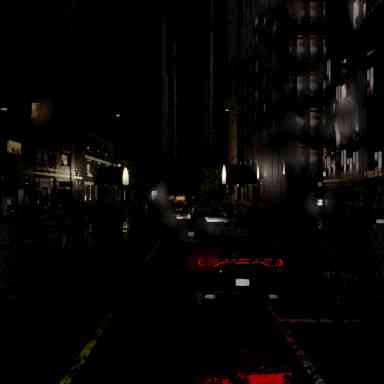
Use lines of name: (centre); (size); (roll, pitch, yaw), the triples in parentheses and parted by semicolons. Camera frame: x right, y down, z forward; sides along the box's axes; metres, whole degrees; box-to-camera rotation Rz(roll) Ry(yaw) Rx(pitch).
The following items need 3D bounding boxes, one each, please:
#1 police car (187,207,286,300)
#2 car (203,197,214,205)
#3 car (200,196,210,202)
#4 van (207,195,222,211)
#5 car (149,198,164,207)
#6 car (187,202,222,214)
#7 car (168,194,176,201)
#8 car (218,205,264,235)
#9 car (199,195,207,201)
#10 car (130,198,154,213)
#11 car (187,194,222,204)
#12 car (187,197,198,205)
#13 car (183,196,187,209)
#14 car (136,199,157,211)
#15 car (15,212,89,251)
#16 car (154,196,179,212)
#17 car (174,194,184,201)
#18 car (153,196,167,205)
police car: (0.916, 1.425, 8.577); (1.930, 1.638, 5.238); (0, 0, 0)
car: (2.800, 1.544, 58.284); (1.752, 1.417, 4.829); (0, 0, 0)
car: (2.832, 1.582, 74.687); (2.008, 1.369, 4.403); (0, 0, 0)
van: (2.765, 1.349, 41.542); (1.690, 1.788, 3.998); (0, 0, 0)
car: (-5.591, 1.581, 52.603); (1.947, 1.339, 4.313); (0, 0, 0)
car: (0.813, 1.504, 18.467); (1.837, 1.490, 4.892); (0, 0, 0)
car: (-5.516, 1.485, 91.272); (1.967, 1.590, 4.097); (0, 0, 0)
car: (2.724, 1.551, 19.445); (2.008, 1.369, 4.403); (0, 0, 0)
car: (2.854, 1.566, 85.905); (1.752, 1.417, 4.829); (0, 0, 0)
car: (-5.624, 1.555, 36.031); (2.008, 1.369, 4.403); (0, 0, 0)
car: (0.948, 1.226, 24.496); (2.150, 2.045, 5.566); (0, 0, 0)
car: (0.115, 1.583, 58.914); (1.994, 1.385, 4.181); (0, 0, 0)
car: (0.106, 1.515, 45.725); (1.837, 1.490, 4.892); (0, 0, 0)
car: (-5.613, 1.552, 41.555); (1.887, 1.381, 4.507); (0, 0, 0)
car: (-5.667, 1.550, 13.935); (2.008, 1.369, 4.403); (0, 0, 0)
car: (-3.024, 1.554, 39.519); (2.033, 1.411, 5.357); (0, 0, 0)
car: (-2.839, 1.389, 82.778); (2.097, 1.767, 4.553); (0, 0, 0)
car: (-5.581, 1.459, 58.127); (1.967, 1.590, 4.097); (0, 0, 0)
